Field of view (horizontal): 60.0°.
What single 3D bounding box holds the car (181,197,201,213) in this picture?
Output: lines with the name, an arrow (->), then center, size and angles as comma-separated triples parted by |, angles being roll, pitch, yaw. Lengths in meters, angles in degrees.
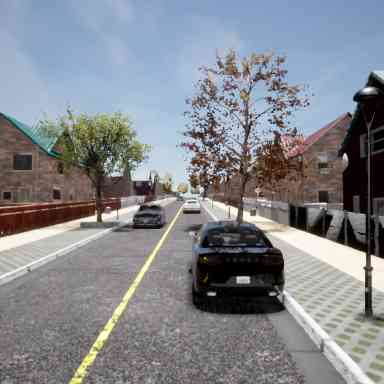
car -> 0.007, 1.573, 36.944 | 1.812, 1.442, 4.674 | 0, 0, 0

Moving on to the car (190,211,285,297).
car -> 0.948, 1.487, 8.664 | 1.882, 1.535, 5.008 | 0, 0, 0

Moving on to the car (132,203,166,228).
car -> -2.790, 1.531, 22.296 | 1.837, 1.490, 4.892 | 0, 0, 0

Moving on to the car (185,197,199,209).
car -> -0.033, 1.541, 47.185 | 1.882, 1.535, 5.008 | 0, 0, 0

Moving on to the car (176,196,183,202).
car -> -2.904, 1.692, 83.771 | 1.812, 1.442, 4.674 | 0, 0, 0
